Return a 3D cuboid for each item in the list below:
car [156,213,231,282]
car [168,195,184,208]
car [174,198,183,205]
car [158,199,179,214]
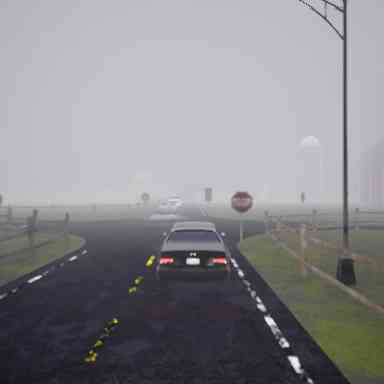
[{"bbox_3d":[0.056,1.595,9.883,2.033,1.411,5.357,0,0,1],"label":"car"},{"bbox_3d":[-2.838,1.584,56.000,2.150,2.045,5.566,0,-1,0],"label":"car"},{"bbox_3d":[-2.756,1.998,69.019,1.812,1.442,4.674,0,0,0],"label":"car"},{"bbox_3d":[-2.852,1.832,39.084,1.895,1.301,4.718,0,0,0],"label":"car"}]
